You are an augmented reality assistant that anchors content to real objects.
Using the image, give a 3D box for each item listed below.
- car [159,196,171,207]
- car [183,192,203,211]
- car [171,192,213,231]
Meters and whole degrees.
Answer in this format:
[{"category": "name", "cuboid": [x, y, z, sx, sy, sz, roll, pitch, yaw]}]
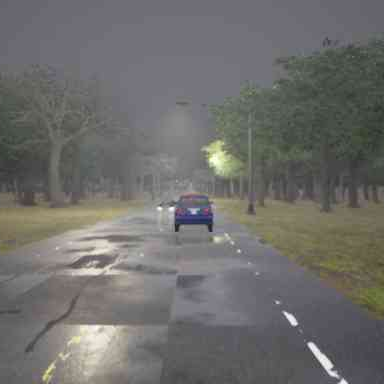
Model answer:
[{"category": "car", "cuboid": [-3.510, 1.319, 46.759, 1.837, 1.490, 4.892, 0, 0, 0]}, {"category": "car", "cuboid": [0.091, 1.068, 38.838, 2.150, 2.045, 5.566, 0, 0, 0]}, {"category": "car", "cuboid": [0.096, 1.146, 20.089, 2.150, 2.045, 5.566, 0, 0, 0]}]
